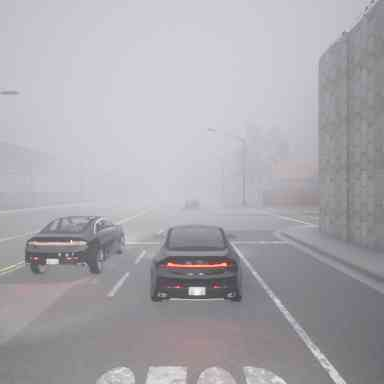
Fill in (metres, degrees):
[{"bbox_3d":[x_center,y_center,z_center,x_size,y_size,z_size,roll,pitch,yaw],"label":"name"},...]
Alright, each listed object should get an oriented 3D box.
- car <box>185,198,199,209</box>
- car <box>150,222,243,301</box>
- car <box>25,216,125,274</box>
[{"bbox_3d":[0.012,1.491,44.148,2.128,1.511,4.902,0,0,0],"label":"car"},{"bbox_3d":[0.085,1.505,8.300,1.837,1.490,4.892,0,0,0],"label":"car"},{"bbox_3d":[-3.421,1.492,10.571,2.128,1.511,4.902,0,0,0],"label":"car"}]
